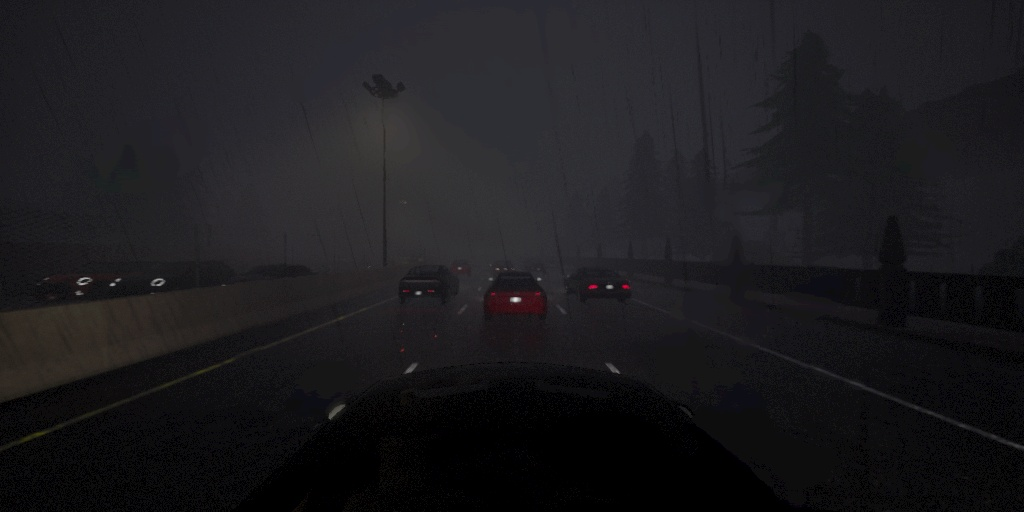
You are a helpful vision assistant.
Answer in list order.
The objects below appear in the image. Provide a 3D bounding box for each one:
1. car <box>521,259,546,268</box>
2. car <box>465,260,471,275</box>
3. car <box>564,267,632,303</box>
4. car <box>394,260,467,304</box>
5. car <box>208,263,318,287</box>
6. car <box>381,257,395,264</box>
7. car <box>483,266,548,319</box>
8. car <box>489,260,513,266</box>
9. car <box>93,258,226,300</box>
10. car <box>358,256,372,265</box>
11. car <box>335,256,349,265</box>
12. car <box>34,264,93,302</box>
[{"bbox_3d":[2.034,0.971,34.599,1.812,1.442,4.674,0,1,-9],"label":"car"},{"bbox_3d":[-4.849,1.023,33.235,1.994,1.385,4.181,0,1,-9],"label":"car"},{"bbox_3d":[3.578,1.168,15.738,2.033,1.411,5.357,0,1,-1],"label":"car"},{"bbox_3d":[-3.426,1.115,15.456,2.128,1.511,4.902,0,1,-1],"label":"car"},{"bbox_3d":[-10.650,1.120,16.201,1.837,1.490,4.892,0,1,-1],"label":"car"},{"bbox_3d":[-20.676,0.815,59.916,1.895,1.301,4.718,0,1,-25],"label":"car"},{"bbox_3d":[0.102,1.215,12.364,1.994,1.385,4.181,0,1,0],"label":"car"},{"bbox_3d":[-0.845,1.033,30.337,2.033,1.411,5.357,0,1,-7],"label":"car"},{"bbox_3d":[-14.162,0.976,15.375,2.097,1.767,4.553,0,1,-1],"label":"car"},{"bbox_3d":[-24.254,0.712,59.168,2.128,1.511,4.902,0,1,-26],"label":"car"},{"bbox_3d":[-27.696,0.749,58.231,1.812,1.442,4.674,0,1,-27],"label":"car"},{"bbox_3d":[-17.668,0.971,15.988,2.097,1.767,4.553,0,1,-1],"label":"car"}]
